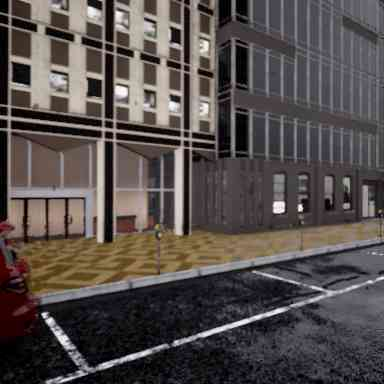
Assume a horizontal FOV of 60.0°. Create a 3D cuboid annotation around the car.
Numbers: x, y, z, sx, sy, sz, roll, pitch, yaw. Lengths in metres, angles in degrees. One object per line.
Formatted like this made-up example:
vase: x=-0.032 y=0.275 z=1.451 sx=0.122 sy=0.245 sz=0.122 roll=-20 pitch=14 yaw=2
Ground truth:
car: x=-4.384 y=1.317 z=3.549 sx=5.009 sy=1.841 sz=2.192 roll=0 pitch=0 yaw=-36
